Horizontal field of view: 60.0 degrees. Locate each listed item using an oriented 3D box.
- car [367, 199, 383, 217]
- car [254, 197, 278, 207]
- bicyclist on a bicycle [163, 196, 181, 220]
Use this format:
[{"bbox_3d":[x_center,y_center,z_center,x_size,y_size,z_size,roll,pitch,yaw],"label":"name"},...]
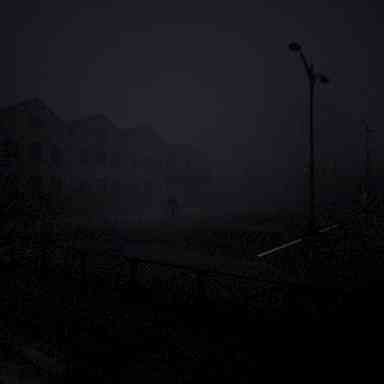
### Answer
[{"bbox_3d":[15.424,1.298,26.815,2.007,1.523,4.514,0,0,35],"label":"car"},{"bbox_3d":[10.445,1.356,46.692,2.033,1.411,5.357,0,0,33],"label":"car"},{"bbox_3d":[-1.399,1.109,23.069,1.656,1.620,0.582,0,0,35],"label":"bicyclist on a bicycle"}]
